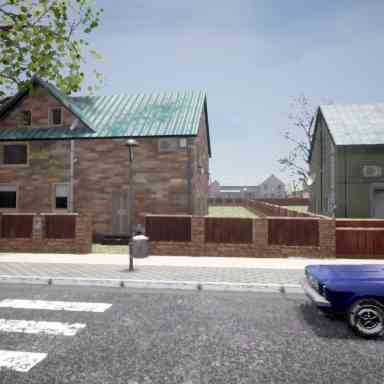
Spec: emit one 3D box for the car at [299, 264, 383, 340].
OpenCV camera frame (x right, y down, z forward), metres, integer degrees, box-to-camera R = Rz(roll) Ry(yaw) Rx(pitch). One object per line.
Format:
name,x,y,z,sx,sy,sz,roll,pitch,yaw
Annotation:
car,4.419,1.691,5.871,4.718,1.301,1.895,0,-2,8
